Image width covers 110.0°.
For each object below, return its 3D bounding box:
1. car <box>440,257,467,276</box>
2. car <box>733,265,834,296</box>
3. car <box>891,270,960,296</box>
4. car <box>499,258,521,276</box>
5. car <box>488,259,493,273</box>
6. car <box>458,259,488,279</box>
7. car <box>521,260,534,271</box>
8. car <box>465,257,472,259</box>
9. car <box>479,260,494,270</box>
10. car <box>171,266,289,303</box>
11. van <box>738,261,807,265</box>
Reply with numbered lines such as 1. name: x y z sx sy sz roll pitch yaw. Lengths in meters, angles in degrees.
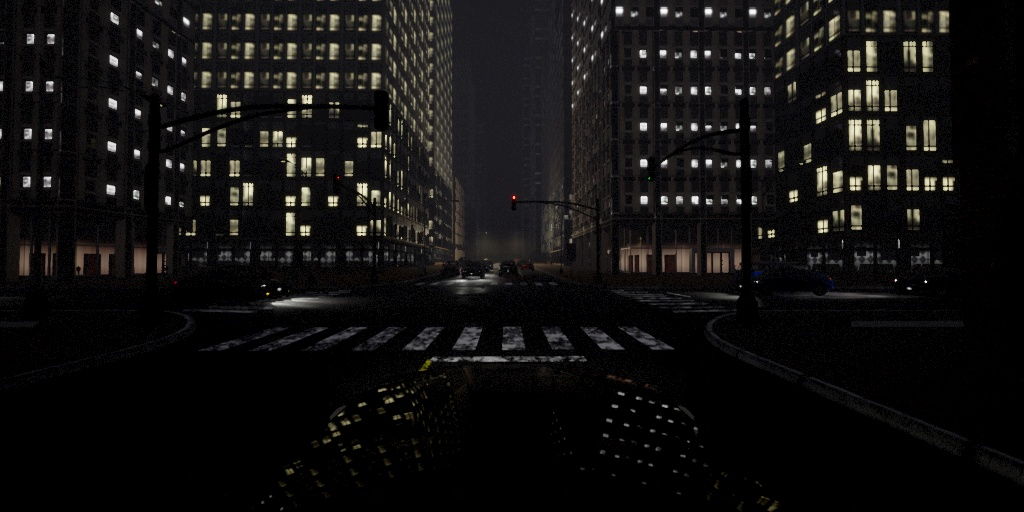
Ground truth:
1. car: -6.161 1.203 37.026 1.967 1.591 4.097 0 0 -1
2. car: 14.524 1.342 19.212 4.674 1.442 1.812 0 -1 -2
3. car: 23.567 1.435 19.315 4.718 1.301 1.895 0 -1 -1
4. car: -0.397 1.255 38.036 2.128 1.511 4.902 0 0 -1
5. car: -3.654 1.367 43.431 1.895 1.301 4.718 0 0 -1
6. car: -3.520 1.266 33.214 1.837 1.490 4.892 0 0 -1
7. car: 2.069 1.350 48.350 1.802 1.307 4.207 0 0 -1
8. car: -6.310 1.082 48.176 2.192 1.841 5.009 0 0 -1
9. car: -3.792 1.318 54.068 2.033 1.411 5.357 0 0 -1
10. car: -12.212 1.273 15.720 4.181 1.385 1.994 0 -1 -1
11. van: 15.716 1.210 21.808 3.998 1.789 1.690 0 0 -1
